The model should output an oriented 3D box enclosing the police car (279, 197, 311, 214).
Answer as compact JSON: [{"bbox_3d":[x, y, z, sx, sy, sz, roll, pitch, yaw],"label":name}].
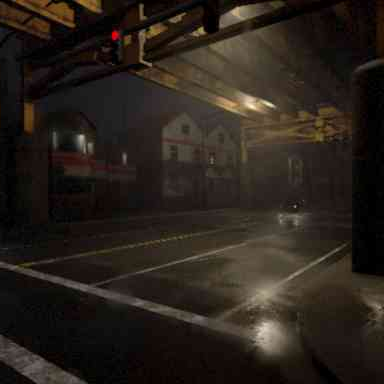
[{"bbox_3d":[10.654,1.371,34.313,2.038,1.542,4.974,0,0,36],"label":"police car"}]
